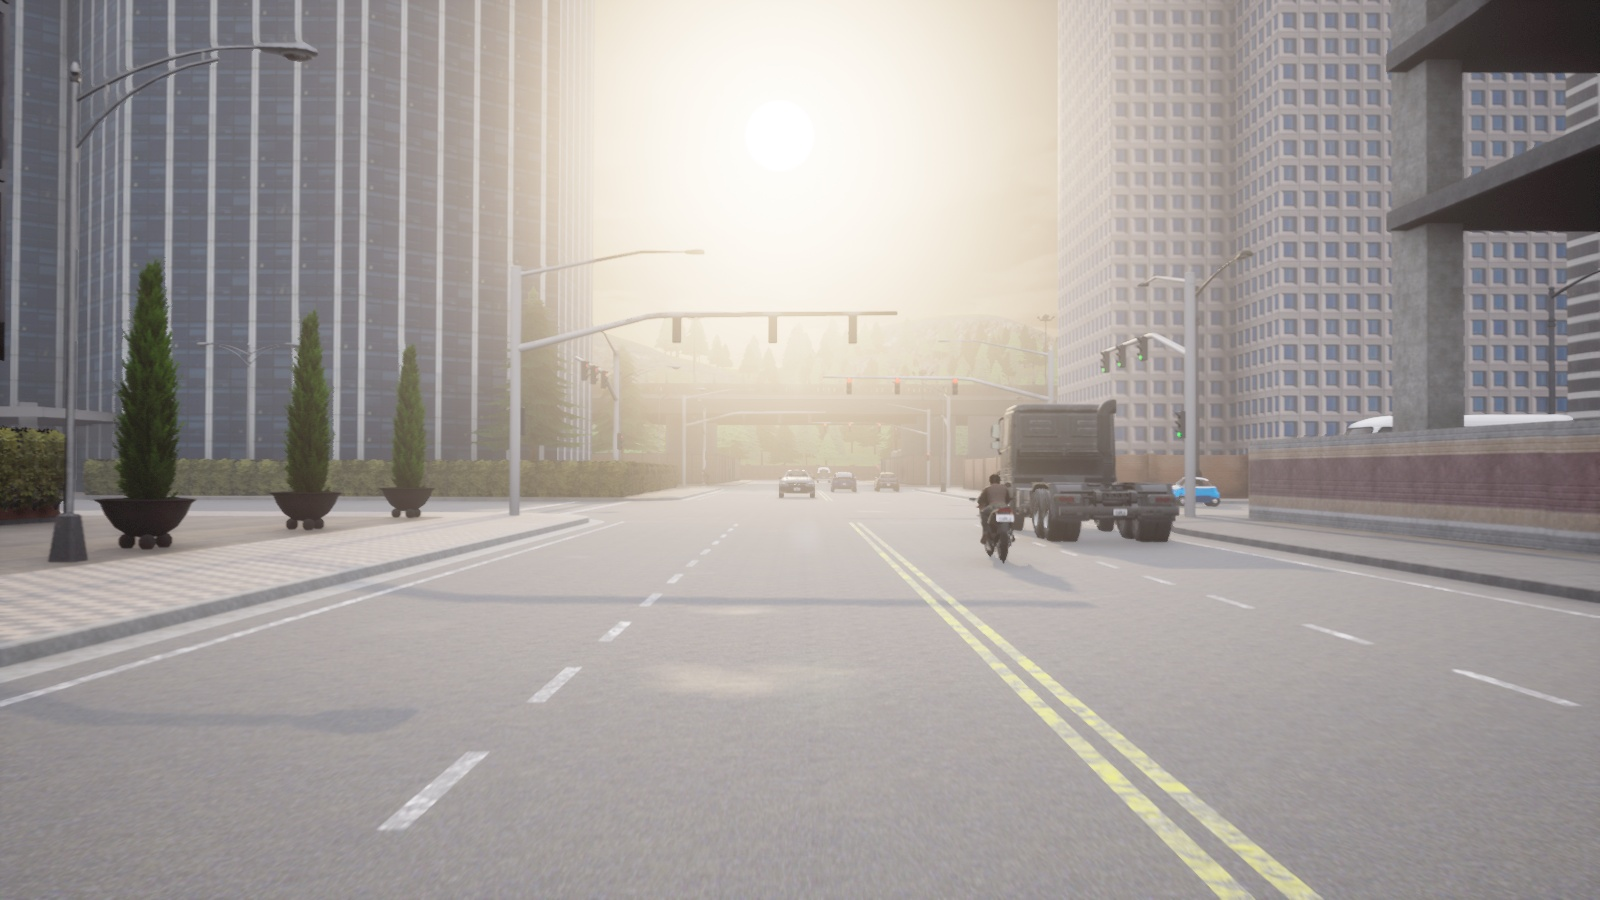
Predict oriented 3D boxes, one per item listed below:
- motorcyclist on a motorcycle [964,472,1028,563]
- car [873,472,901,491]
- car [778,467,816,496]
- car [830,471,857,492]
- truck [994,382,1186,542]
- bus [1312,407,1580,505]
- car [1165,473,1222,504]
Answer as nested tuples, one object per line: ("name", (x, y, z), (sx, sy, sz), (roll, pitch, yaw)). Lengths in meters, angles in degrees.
("motorcyclist on a motorcycle", (3.449, 1.155, 22.213), (0.797, 1.523, 2.044), (0, -1, 0))
("car", (6.774, 2.445, 98.184), (1.816, 1.474, 4.193), (0, -1, 0))
("car", (-0.173, 1.850, 75.031), (2.152, 1.651, 5.027), (0, -1, 0))
("car", (3.280, 2.367, 94.863), (1.882, 1.535, 5.008), (0, -1, 0))
("truck", (6.924, 0.329, 31.295), (2.891, 3.462, 7.936), (0, -1, 0))
("bus", (29.623, 0.291, 58.015), (10.273, 4.253, 3.944), (-1, -1, 0))
("car", (18.174, 1.769, 58.049), (2.207, 1.376, 1.481), (0, -1, 0))
